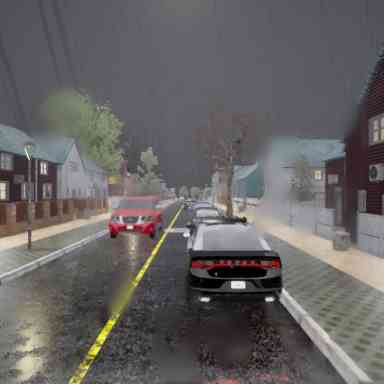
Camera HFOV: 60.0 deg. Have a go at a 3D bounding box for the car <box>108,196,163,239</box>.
[{"bbox_3d":[-2.791,1.230,17.660,2.150,2.045,5.566,0,0,0],"label":"car"}]

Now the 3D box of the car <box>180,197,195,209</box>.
[{"bbox_3d":[-0.085,1.595,44.897,2.128,1.511,4.902,0,0,1],"label":"car"}]

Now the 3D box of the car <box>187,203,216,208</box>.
[{"bbox_3d":[0.782,1.536,18.311,1.812,1.442,4.674,0,0,0],"label":"car"}]

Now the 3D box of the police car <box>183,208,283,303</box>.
[{"bbox_3d":[0.805,1.426,8.420,1.930,1.638,5.238,0,0,0],"label":"police car"}]

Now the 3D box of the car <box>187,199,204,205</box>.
[{"bbox_3d":[0.768,1.500,24.312,1.882,1.535,5.008,0,0,0],"label":"car"}]

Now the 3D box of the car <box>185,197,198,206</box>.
[{"bbox_3d":[-0.136,1.679,58.084,2.128,1.511,4.902,0,0,0],"label":"car"}]
